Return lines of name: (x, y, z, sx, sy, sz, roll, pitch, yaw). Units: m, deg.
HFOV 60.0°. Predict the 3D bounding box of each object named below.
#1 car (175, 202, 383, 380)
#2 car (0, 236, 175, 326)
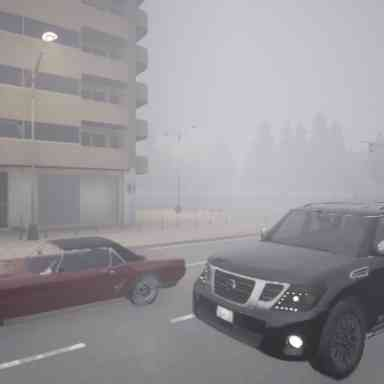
car: (2.679, 1.222, 5.860, 5.566, 2.045, 2.150, 0, 0, -35)
car: (-2.535, 1.600, 6.455, 4.718, 1.301, 1.895, 0, 0, -35)
